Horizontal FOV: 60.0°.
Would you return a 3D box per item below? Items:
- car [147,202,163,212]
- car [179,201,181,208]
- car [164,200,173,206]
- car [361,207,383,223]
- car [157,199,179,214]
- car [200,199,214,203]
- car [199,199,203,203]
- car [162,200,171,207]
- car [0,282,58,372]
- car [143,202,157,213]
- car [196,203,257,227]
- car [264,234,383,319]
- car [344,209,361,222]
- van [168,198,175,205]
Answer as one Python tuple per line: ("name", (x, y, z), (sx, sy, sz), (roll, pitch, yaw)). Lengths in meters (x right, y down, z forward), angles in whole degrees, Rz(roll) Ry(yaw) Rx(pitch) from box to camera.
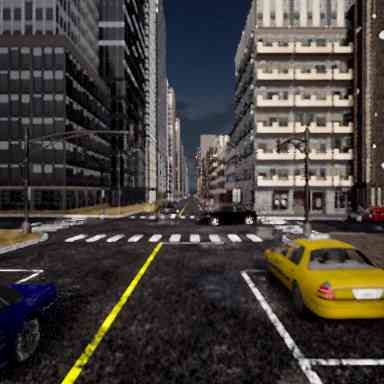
("car", (-5.665, 2.213, 51.073), (1.947, 1.339, 4.313), (-1, -1, 0))
("car", (-3.049, 2.204, 53.535), (1.812, 1.442, 4.674), (0, -1, 0))
("car", (-5.644, 2.552, 79.344), (1.887, 1.381, 4.507), (-1, -1, 0))
("car", (17.802, 1.716, 27.964), (5.566, 2.045, 2.150), (1, 0, 1))
("car", (-3.059, 2.060, 43.789), (1.837, 1.490, 4.892), (0, -1, 0))
("car", (2.714, 2.198, 51.067), (2.008, 1.369, 4.403), (-1, -1, 0))
("car", (2.738, 2.520, 84.994), (1.967, 1.590, 4.097), (-1, -1, 0))
("car", (-5.648, 2.517, 73.689), (1.802, 1.307, 4.206), (-1, -1, 0))
("car", (-3.097, 1.642, 3.141), (1.895, 1.301, 4.718), (0, -1, 0))
("car", (-5.670, 2.098, 45.250), (1.752, 1.417, 4.829), (-1, -1, 0))
("car", (2.703, 1.809, 25.970), (5.008, 1.535, 1.882), (1, -1, -26))
("car", (2.812, 1.623, 7.631), (1.752, 1.417, 4.829), (-1, -1, 0))
("car", (16.336, 2.020, 30.582), (4.403, 1.369, 2.008), (0, 0, 1))
("van", (-5.639, 2.492, 90.655), (1.690, 1.788, 3.998), (-1, -1, 0))
